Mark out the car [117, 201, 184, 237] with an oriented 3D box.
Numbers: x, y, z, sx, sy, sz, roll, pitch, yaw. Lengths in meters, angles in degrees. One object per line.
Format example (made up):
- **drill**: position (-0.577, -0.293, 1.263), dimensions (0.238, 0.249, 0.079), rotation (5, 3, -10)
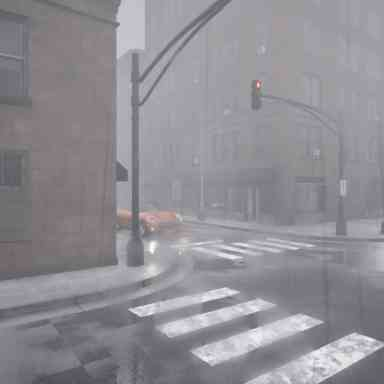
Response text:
- **car**: position (-2.351, 1.263, 17.527), dimensions (2.097, 1.767, 4.553), rotation (0, 0, -35)
